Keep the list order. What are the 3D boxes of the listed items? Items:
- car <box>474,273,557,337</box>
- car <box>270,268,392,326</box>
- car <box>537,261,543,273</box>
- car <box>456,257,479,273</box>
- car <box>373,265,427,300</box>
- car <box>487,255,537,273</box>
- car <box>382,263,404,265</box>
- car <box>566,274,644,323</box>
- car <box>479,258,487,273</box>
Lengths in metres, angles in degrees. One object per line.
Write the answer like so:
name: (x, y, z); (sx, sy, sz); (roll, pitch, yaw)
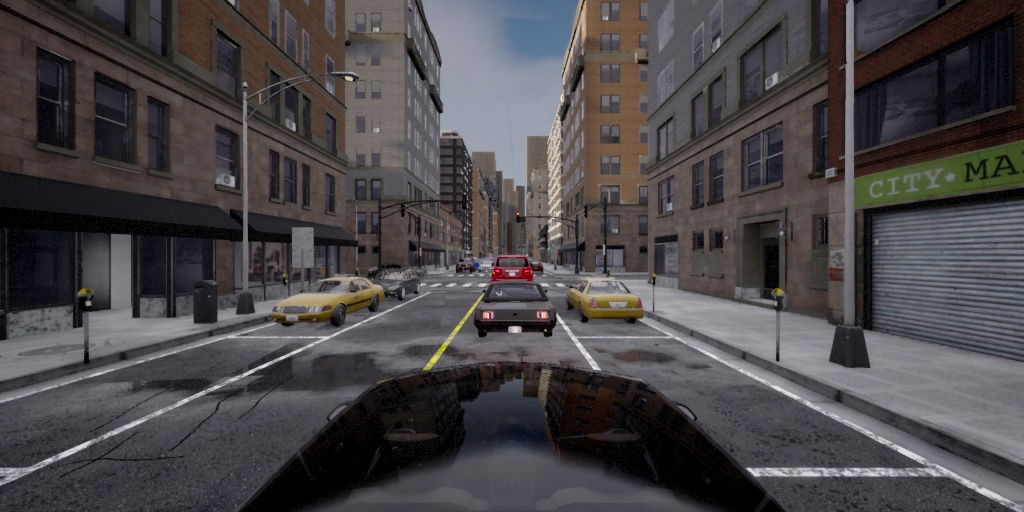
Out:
car: (0.085, 1.351, 10.223); (1.895, 1.301, 4.718); (0, 0, 0)
car: (-5.664, 1.276, 11.647); (1.751, 1.417, 4.829); (0, 0, 0)
car: (2.874, 1.307, 44.112); (1.888, 1.381, 4.507); (0, 0, 0)
car: (-5.651, 1.077, 44.116); (2.192, 1.841, 5.009); (0, 0, 0)
car: (-5.662, 1.302, 17.342); (2.007, 1.370, 4.403); (0, 0, 0)
car: (0.008, 0.974, 19.993); (2.150, 2.045, 5.566); (0, 0, 0)
car: (-9.484, 1.295, 29.718); (4.674, 1.442, 1.812); (0, 0, -7)
car: (2.861, 1.276, 11.983); (1.751, 1.417, 4.829); (0, 0, 0)
car: (-3.081, 1.288, 44.717); (1.812, 1.442, 4.674); (0, 0, 0)
